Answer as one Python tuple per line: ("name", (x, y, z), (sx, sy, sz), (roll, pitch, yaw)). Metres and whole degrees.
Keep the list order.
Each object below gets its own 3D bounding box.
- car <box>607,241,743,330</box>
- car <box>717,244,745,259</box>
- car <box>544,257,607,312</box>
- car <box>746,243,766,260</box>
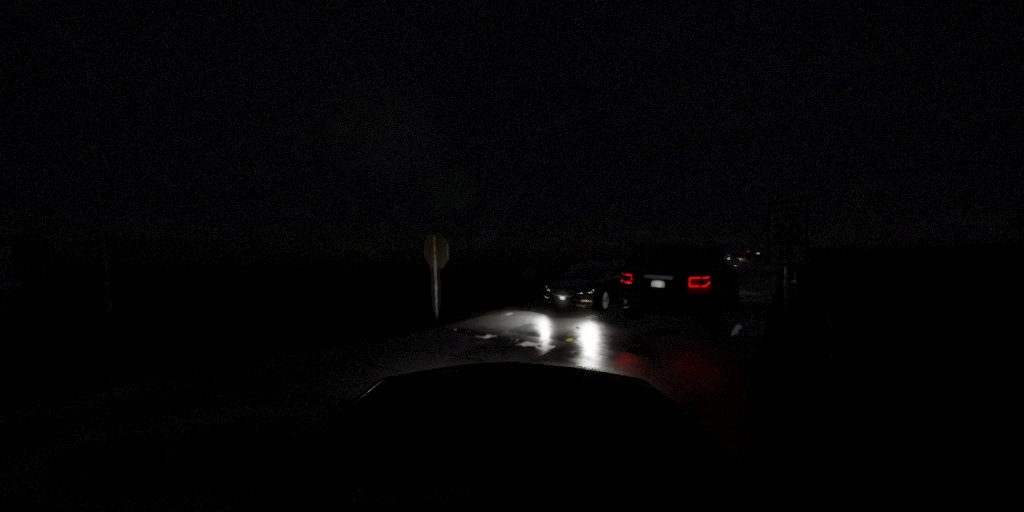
("car", (4.892, 0.603, 10.109), (2.150, 2.045, 5.566), (1, 3, 38))
("car", (24.228, -0.538, 39.601), (2.033, 1.411, 5.357), (1, 3, 38))
("car", (2.931, 0.826, 12.240), (1.837, 1.490, 4.892), (1, 4, 38))
("car", (23.788, -0.339, 34.443), (1.994, 1.385, 4.181), (1, 3, 38))
